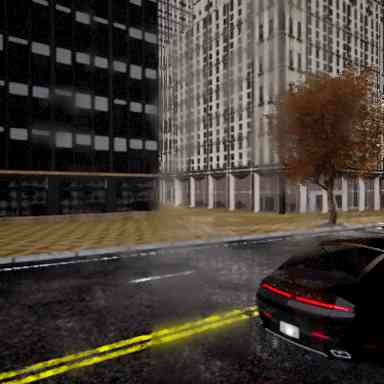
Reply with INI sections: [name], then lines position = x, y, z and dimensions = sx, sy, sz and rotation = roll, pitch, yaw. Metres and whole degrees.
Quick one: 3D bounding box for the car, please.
[car]
position = 3.260, 1.566, 5.783
dimensions = 4.892, 1.490, 1.837
rotation = 0, 0, -35
